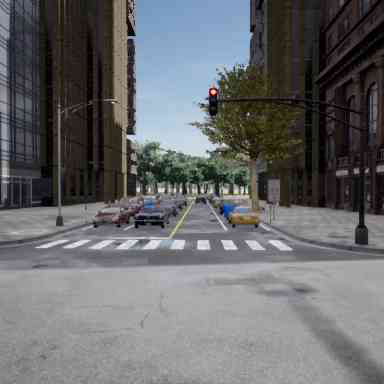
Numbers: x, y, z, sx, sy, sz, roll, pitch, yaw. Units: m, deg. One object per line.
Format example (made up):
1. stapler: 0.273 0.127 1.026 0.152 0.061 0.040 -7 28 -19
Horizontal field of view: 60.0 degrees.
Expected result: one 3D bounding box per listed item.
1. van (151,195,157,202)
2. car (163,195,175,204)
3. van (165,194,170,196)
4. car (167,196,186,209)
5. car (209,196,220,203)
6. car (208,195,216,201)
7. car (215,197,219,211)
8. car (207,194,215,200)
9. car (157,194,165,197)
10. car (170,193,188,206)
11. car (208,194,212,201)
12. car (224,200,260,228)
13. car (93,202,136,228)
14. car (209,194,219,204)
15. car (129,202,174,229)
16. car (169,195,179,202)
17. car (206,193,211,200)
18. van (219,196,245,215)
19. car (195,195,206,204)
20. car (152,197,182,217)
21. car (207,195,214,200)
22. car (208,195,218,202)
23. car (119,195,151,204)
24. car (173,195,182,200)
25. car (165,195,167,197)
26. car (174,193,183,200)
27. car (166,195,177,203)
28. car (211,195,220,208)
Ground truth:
1. van: -4.931 1.307 33.325 1.690 1.788 3.998 -1 0 1
2. car: -4.244 1.336 61.715 1.967 1.590 4.097 0 0 1
3. van: -4.382 1.253 56.037 1.690 1.788 3.998 0 0 1
4. car: -2.057 1.550 41.135 1.895 1.301 4.718 0 0 1
5. car: 4.416 1.431 67.193 2.008 1.369 4.403 -1 0 1
6. car: 4.691 1.430 78.548 1.802 1.307 4.206 0 0 1
7. car: 3.595 1.531 33.128 1.947 1.339 4.313 -1 0 1
8. car: 4.831 1.356 84.395 1.752 1.417 4.829 0 0 1
9. car: -4.794 1.269 39.003 2.192 1.841 5.009 -1 0 1
10. car: -1.777 1.277 51.119 2.097 1.767 4.553 0 0 2
11. car: 4.143 1.462 55.838 2.008 1.369 4.403 -1 0 1
12. car: 3.324 1.508 21.941 1.752 1.417 4.829 -1 0 1
13. car: -5.202 1.565 21.968 1.802 1.307 4.206 -1 0 1
14. car: 4.006 1.471 50.160 1.887 1.381 4.507 -1 0 1
15. car: -2.529 1.584 21.901 1.895 1.301 4.718 0 0 1
16. car: -3.969 1.446 73.071 1.802 1.307 4.206 0 0 1
17. car: 4.277 1.211 61.515 2.192 1.841 5.009 -1 0 1
18. van: 3.455 1.316 27.450 1.690 1.788 3.998 -1 0 1
19. car: 1.648 1.398 62.545 1.837 1.490 4.892 0 0 1
20. car: -2.299 1.474 31.238 1.837 1.490 4.892 0 0 2
21. car: 4.965 1.379 89.903 1.947 1.339 4.313 0 0 1
22. car: 4.554 1.415 72.870 2.008 1.369 4.403 -1 0 1
23. car: -5.068 1.290 27.647 2.192 1.841 5.009 -1 0 1
24. car: -3.695 1.375 84.427 1.887 1.381 4.507 0 0 1
25. car: -4.654 1.491 44.682 2.008 1.369 4.403 -1 0 1
26. car: -3.560 1.128 90.104 2.192 1.841 5.009 0 0 1
27. car: -4.106 1.425 67.393 1.887 1.381 4.507 0 0 1
28. car: 3.873 1.466 44.653 1.752 1.417 4.829 -1 0 1
